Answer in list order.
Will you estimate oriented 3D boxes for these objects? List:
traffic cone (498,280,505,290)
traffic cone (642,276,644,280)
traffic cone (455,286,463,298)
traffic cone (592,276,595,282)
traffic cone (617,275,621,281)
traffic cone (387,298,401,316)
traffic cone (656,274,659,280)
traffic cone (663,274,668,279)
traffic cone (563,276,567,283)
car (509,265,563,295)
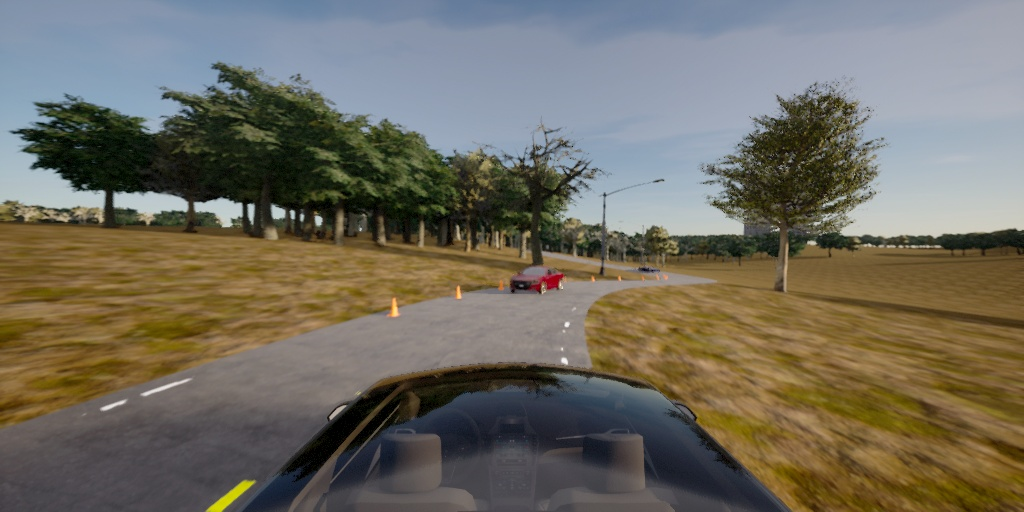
[{"bbox_3d":[-0.662,1.767,21.960,0.340,0.580,0.340,0,0,24],"label":"traffic cone"},{"bbox_3d":[15.382,2.578,42.173,0.340,0.580,0.340,0,0,-43],"label":"traffic cone"},{"bbox_3d":[-2.555,1.701,17.031,0.340,0.580,0.340,0,0,18],"label":"traffic cone"},{"bbox_3d":[7.927,2.212,35.200,0.340,0.580,0.340,0,0,42],"label":"traffic cone"},{"bbox_3d":[11.655,2.395,38.938,0.340,0.580,0.340,0,0,-42],"label":"traffic cone"},{"bbox_3d":[-3.926,1.679,11.931,0.340,0.580,0.340,0,0,12],"label":"traffic cone"},{"bbox_3d":[18.490,2.758,45.572,0.340,0.580,0.340,0,0,38],"label":"traffic cone"},{"bbox_3d":[21.079,2.932,49.384,0.340,0.580,0.340,0,0,30],"label":"traffic cone"},{"bbox_3d":[4.609,2.032,31.095,0.340,0.580,0.340,0,0,36],"label":"traffic cone"},{"bbox_3d":[1.513,1.304,20.783,1.882,1.535,5.008,0,-1,25],"label":"car"}]
